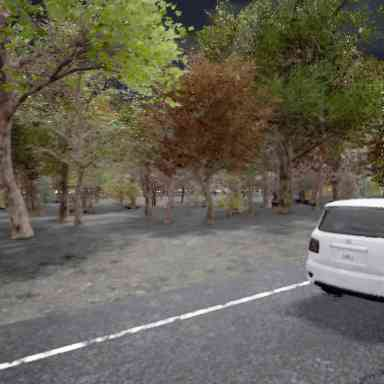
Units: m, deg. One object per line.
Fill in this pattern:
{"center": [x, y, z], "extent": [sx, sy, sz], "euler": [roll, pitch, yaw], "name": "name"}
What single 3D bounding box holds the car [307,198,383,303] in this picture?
{"center": [4.838, 1.144, 7.194], "extent": [5.566, 2.045, 2.150], "euler": [-1, 0, -35], "name": "car"}
